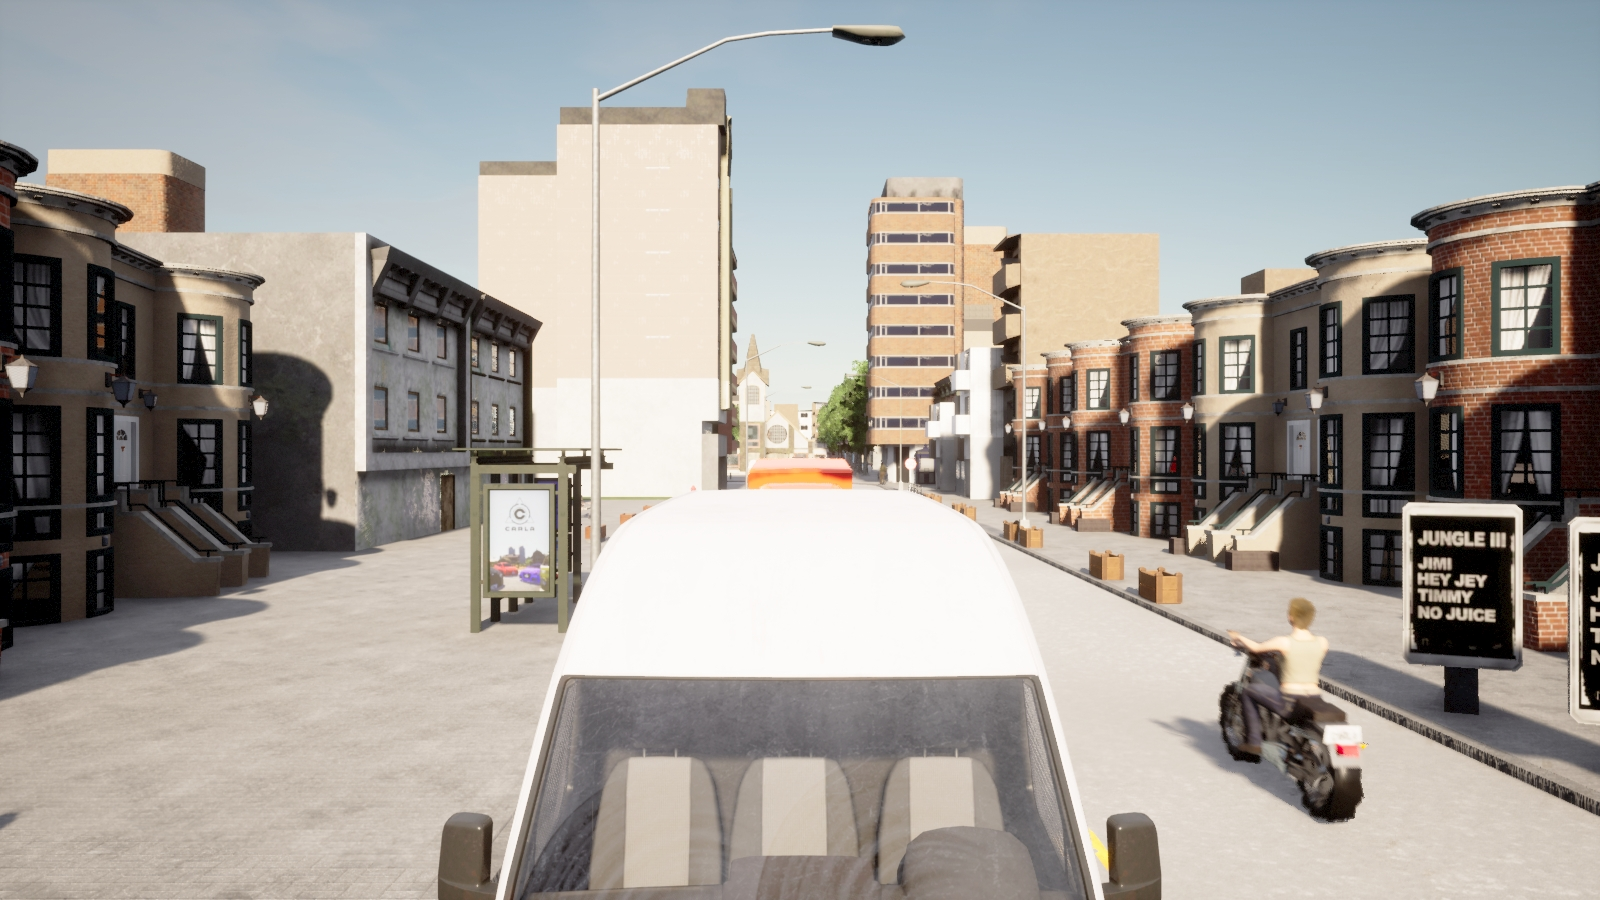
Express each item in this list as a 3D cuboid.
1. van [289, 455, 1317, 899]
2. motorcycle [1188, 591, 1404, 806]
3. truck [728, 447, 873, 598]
[{"bbox_3d":[0.007,1.317,5.167,1.988,2.561,5.915,0,0,0],"label":"van"},{"bbox_3d":[4.004,1.954,9.479,0.764,1.277,2.356,0,0,0],"label":"motorcycle"},{"bbox_3d":[0.009,1.309,23.376,2.627,2.467,5.204,0,3,0],"label":"truck"}]
